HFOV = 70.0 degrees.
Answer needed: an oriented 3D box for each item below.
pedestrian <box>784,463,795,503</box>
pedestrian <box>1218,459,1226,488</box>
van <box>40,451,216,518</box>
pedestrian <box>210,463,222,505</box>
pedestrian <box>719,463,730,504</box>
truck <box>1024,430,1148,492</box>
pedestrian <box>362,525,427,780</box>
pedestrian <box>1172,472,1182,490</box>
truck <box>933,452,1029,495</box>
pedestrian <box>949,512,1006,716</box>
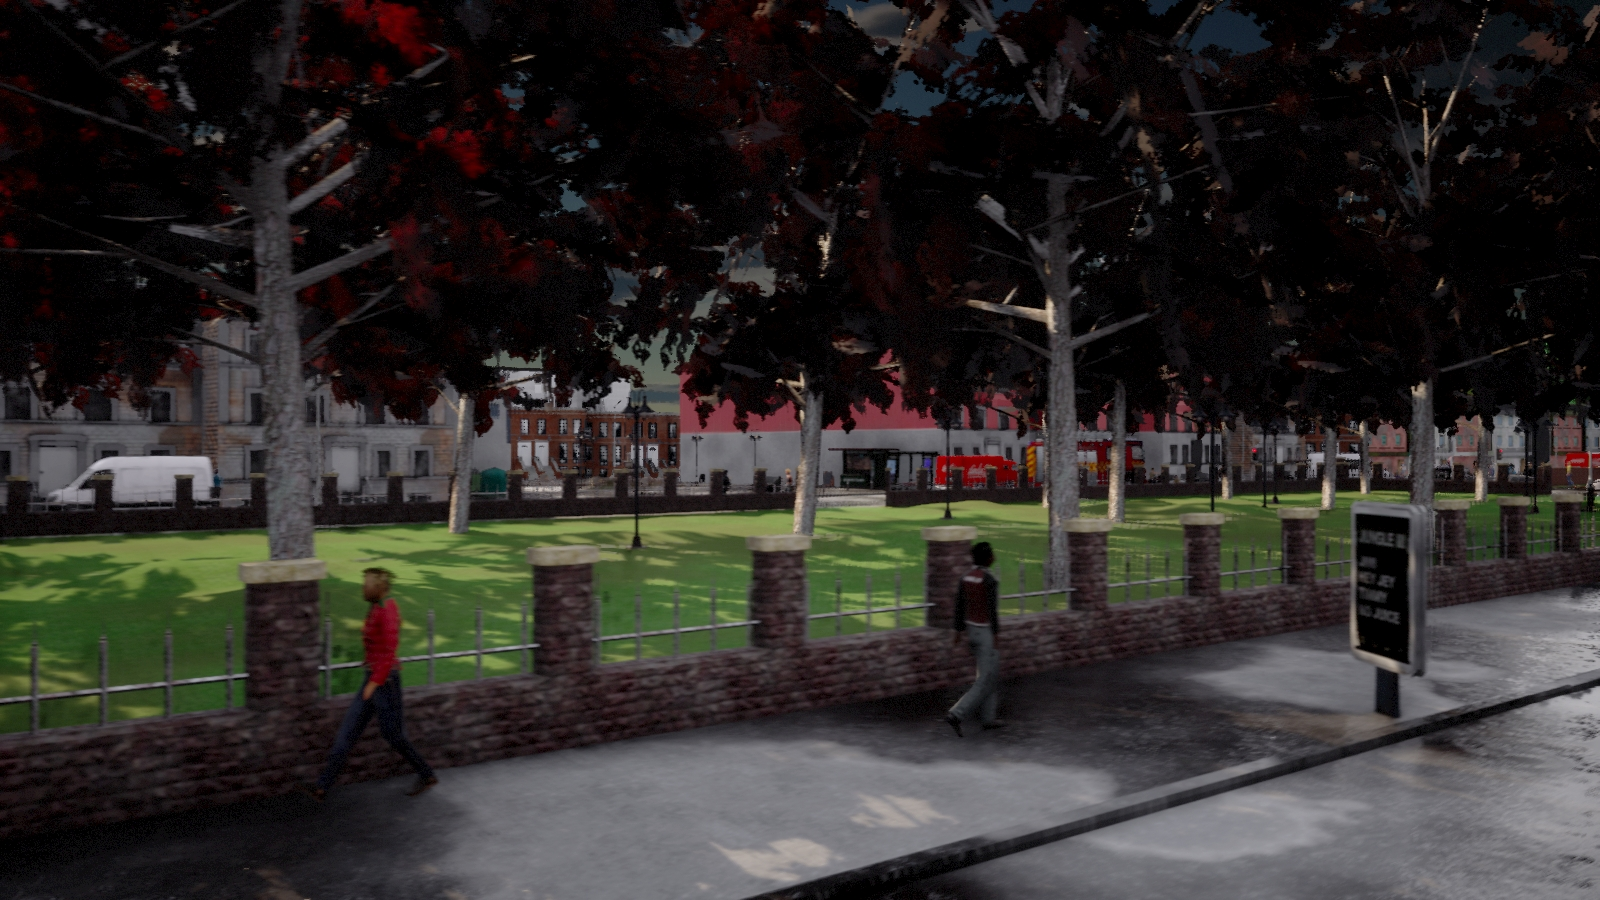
[{"bbox_3d":[-0.497,1.526,53.660,0.375,1.860,0.375,0,0,-31],"label":"pedestrian"},{"bbox_3d":[27.008,1.523,73.116,0.375,1.860,0.375,0,0,-35],"label":"pedestrian"},{"bbox_3d":[-26.857,1.316,45.756,5.915,2.561,1.988,0,0,-35],"label":"van"},{"bbox_3d":[-26.026,1.515,50.931,0.375,1.860,0.375,0,0,-10],"label":"pedestrian"},{"bbox_3d":[-3.427,1.525,51.796,0.375,1.860,0.375,0,0,40],"label":"pedestrian"},{"bbox_3d":[18.415,0.671,73.242,8.468,3.827,2.891,0,0,-35],"label":"truck"},{"bbox_3d":[-3.108,1.526,8.757,0.375,1.860,0.375,0,0,-36],"label":"pedestrian"},{"bbox_3d":[23.316,1.906,70.592,0.500,1.100,0.500,0,0,30],"label":"pedestrian"},{"bbox_3d":[10.718,1.347,67.482,5.204,2.467,2.627,0,0,-35],"label":"truck"},{"bbox_3d":[1.672,1.525,10.787,0.375,1.860,0.375,0,0,-30],"label":"pedestrian"}]
